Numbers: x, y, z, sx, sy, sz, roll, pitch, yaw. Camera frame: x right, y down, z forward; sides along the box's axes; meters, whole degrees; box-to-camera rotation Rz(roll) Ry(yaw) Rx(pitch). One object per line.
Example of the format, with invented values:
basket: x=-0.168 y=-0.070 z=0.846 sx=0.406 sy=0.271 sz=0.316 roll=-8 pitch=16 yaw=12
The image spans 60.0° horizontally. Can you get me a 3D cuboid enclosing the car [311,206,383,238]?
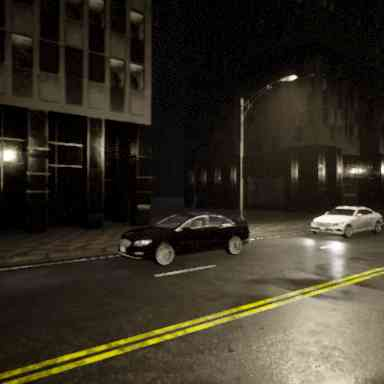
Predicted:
car: x=8.216 y=1.476 z=17.441 sx=4.674 sy=1.442 sz=1.812 roll=0 pitch=0 yaw=-35

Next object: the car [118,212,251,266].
car: x=-0.115 y=1.473 z=11.569 sx=4.902 sy=1.511 sz=2.128 roll=0 pitch=0 yaw=-35
